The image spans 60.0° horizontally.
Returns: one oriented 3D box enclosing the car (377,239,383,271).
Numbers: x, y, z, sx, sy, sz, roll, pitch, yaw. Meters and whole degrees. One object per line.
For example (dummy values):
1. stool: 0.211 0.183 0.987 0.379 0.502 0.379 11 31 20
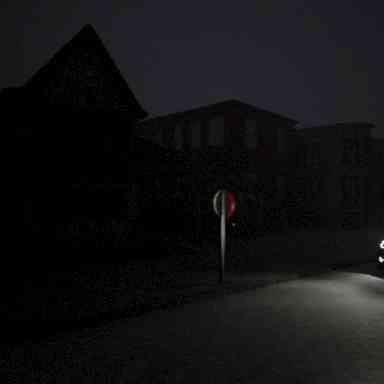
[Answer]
1. car: 7.437 1.457 9.805 4.553 1.767 2.097 0 0 -35
